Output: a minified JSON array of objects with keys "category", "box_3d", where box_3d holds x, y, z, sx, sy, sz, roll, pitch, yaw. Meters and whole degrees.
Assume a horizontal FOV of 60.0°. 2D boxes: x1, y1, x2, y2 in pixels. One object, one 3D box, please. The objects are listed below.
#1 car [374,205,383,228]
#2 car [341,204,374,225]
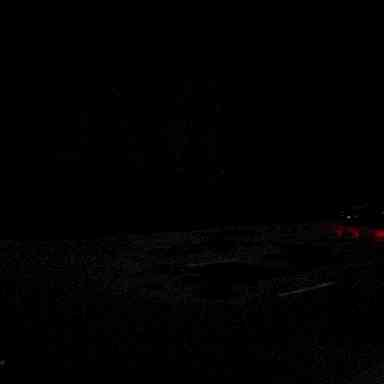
[{"category":"car","box_3d":[14.245,1.454,21.572,4.553,1.767,2.097,0,0,-33]},{"category":"car","box_3d":[13.118,1.625,25.023,4.674,1.442,1.812,0,0,-33]}]
